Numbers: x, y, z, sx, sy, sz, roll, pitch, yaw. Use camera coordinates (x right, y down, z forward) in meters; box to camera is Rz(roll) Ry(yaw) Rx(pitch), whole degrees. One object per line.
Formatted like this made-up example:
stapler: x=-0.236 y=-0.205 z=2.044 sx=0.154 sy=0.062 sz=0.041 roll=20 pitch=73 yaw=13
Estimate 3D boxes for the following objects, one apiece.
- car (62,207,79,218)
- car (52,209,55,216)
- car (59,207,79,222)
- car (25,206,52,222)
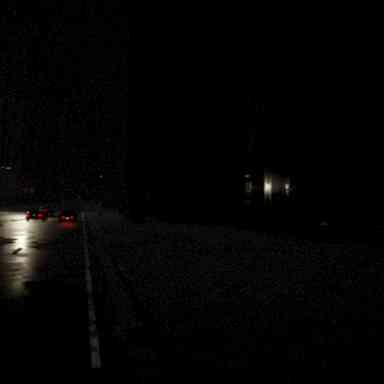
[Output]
car: x=-17.263 y=2.900 z=47.386 sx=2.033 sy=1.411 sz=5.357 roll=2 pitch=-2 yaw=-18
car: x=-20.410 y=2.737 z=46.569 sx=2.128 sy=1.511 sz=4.902 roll=2 pitch=-2 yaw=-18
car: x=-13.918 y=2.572 z=37.490 sx=1.837 sy=1.490 sz=4.892 roll=2 pitch=-2 yaw=-18
car: x=-17.123 y=2.512 z=36.828 sx=2.033 sy=1.411 sz=5.357 roll=2 pitch=-2 yaw=-18
